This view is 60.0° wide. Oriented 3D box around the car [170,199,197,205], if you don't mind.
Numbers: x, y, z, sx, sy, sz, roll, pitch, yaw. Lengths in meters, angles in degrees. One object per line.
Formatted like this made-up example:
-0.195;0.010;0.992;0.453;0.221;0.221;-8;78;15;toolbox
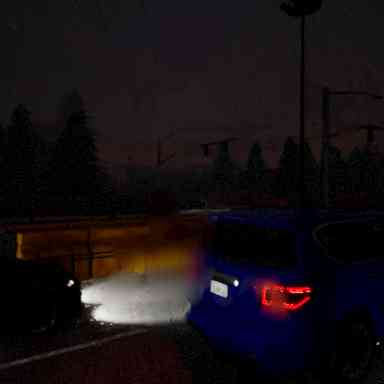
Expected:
-1.720;1.718;45.191;1.994;1.385;4.181;0;0;-36;car

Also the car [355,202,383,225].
14.912;1.652;26.151;1.882;1.535;5.008;1;0;2;car

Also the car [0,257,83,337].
-3.935;1.560;5.229;4.181;1.385;1.994;1;0;-35;car

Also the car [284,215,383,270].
5.450;1.636;11.911;4.181;1.385;1.994;0;0;-36;car

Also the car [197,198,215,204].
1.256;1.654;47.047;1.882;1.535;5.008;0;0;-35;car

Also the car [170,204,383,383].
2.512;1.256;5.520;5.566;2.045;2.150;0;0;-35;car
